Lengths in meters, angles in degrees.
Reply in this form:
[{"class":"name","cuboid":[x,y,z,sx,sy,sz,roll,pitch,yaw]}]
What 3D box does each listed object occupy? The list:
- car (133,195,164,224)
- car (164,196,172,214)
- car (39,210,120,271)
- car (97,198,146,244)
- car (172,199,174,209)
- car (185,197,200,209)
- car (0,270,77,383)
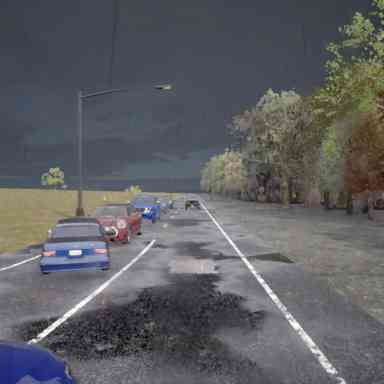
[{"class":"car","cuboid":[-3.607,1.223,25.281,2.150,2.045,5.566,0,0,-1]},{"class":"car","cuboid":[-3.598,1.351,35.285,2.097,1.767,4.553,0,0,0]},{"class":"car","cuboid":[-3.623,1.549,10.644,2.033,1.411,5.357,0,0,-17]},{"class":"car","cuboid":[-3.674,1.353,15.620,2.097,1.767,4.553,0,0,1]},{"class":"car","cuboid":[-3.599,1.347,45.292,2.097,1.767,4.553,0,0,0]},{"class":"car","cuboid":[0.053,1.501,44.287,1.837,1.490,4.892,0,0,0]},{"class":"car","cuboid":[-2.018,1.525,0.953,1.812,1.442,4.674,0,0,6]}]
